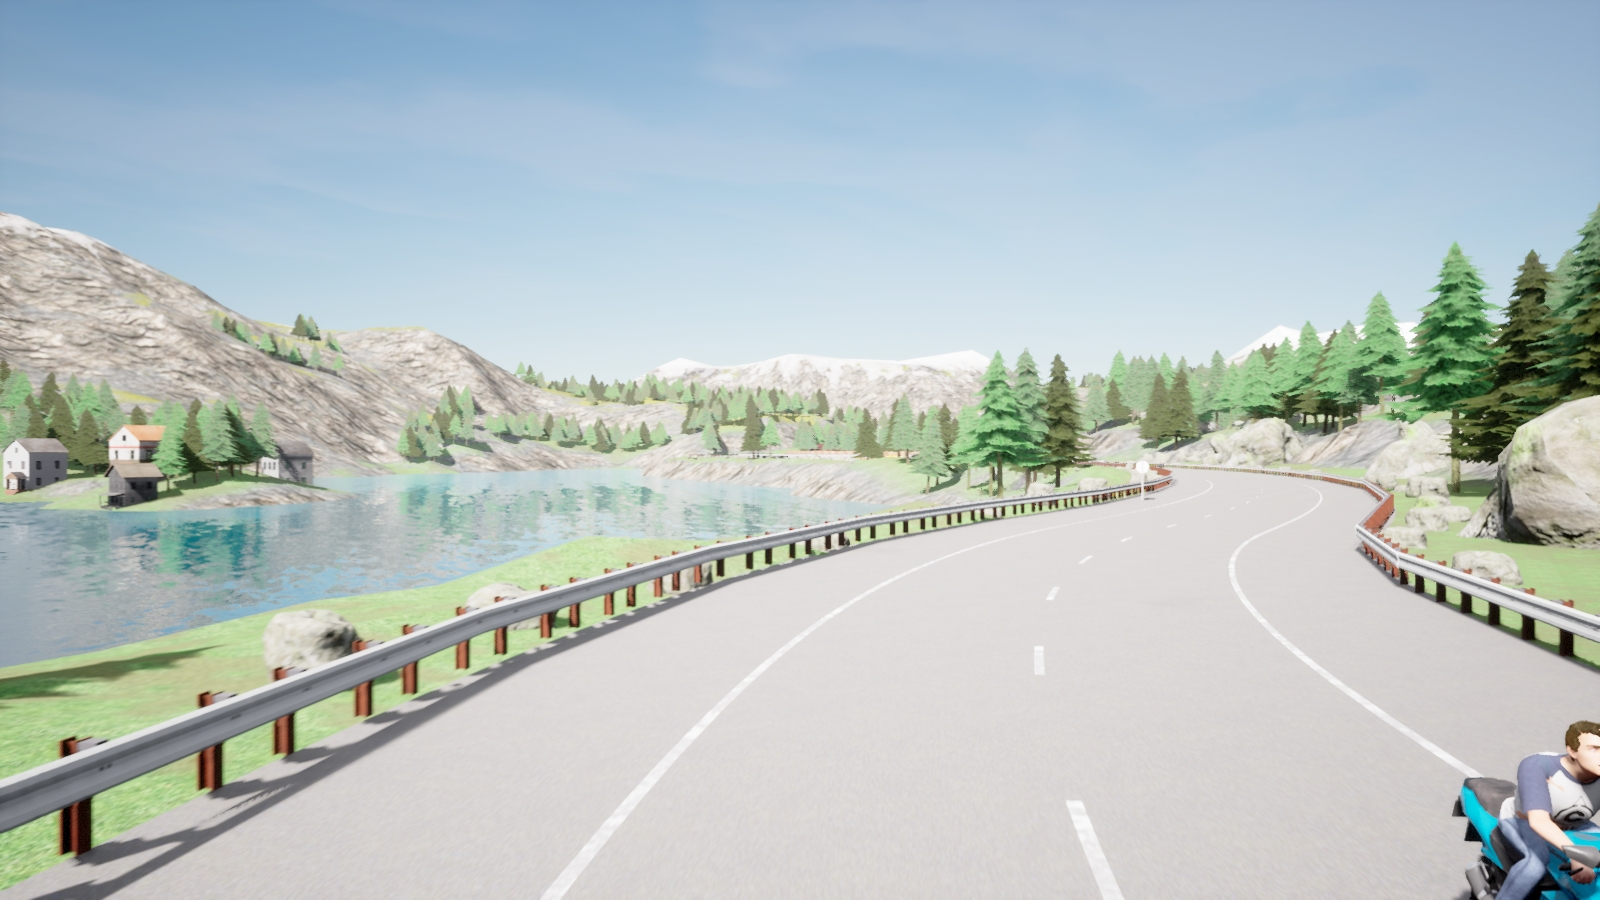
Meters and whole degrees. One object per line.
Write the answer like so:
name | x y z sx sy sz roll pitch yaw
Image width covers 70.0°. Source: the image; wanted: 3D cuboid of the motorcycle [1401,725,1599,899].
motorcycle | 3.735 2.178 5.476 0.803 1.217 2.033 0 0 6
